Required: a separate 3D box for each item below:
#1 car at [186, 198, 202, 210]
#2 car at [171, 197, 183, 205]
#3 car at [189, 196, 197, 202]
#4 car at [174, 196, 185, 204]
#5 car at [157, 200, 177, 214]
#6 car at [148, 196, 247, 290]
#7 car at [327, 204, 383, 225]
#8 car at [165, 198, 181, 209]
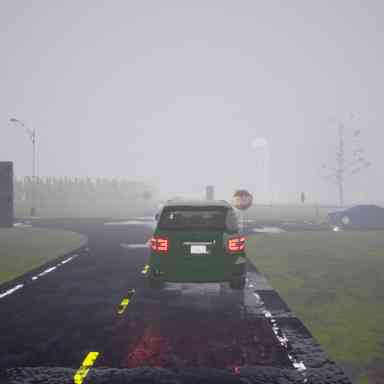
[{"bbox_3d":[0.246,1.576,45.391,2.033,1.411,5.357,0,0,0],"label":"car"},{"bbox_3d":[-2.667,1.575,58.850,1.812,1.442,4.674,0,0,1],"label":"car"},{"bbox_3d":[0.184,1.618,80.617,1.812,1.442,4.674,0,0,0],"label":"car"},{"bbox_3d":[-2.588,1.615,69.370,2.033,1.411,5.357,0,0,0],"label":"car"},{"bbox_3d":[-2.652,1.619,36.364,1.895,1.301,4.718,0,0,-2],"label":"car"},{"bbox_3d":[0.108,1.222,9.220,2.150,2.045,5.566,0,0,0],"label":"car"},{"bbox_3d":[12.930,1.671,25.380,5.008,1.535,1.882,1,1,0],"label":"car"},{"bbox_3d":[-2.714,1.597,48.022,1.994,1.385,4.181,0,0,1],"label":"car"}]
